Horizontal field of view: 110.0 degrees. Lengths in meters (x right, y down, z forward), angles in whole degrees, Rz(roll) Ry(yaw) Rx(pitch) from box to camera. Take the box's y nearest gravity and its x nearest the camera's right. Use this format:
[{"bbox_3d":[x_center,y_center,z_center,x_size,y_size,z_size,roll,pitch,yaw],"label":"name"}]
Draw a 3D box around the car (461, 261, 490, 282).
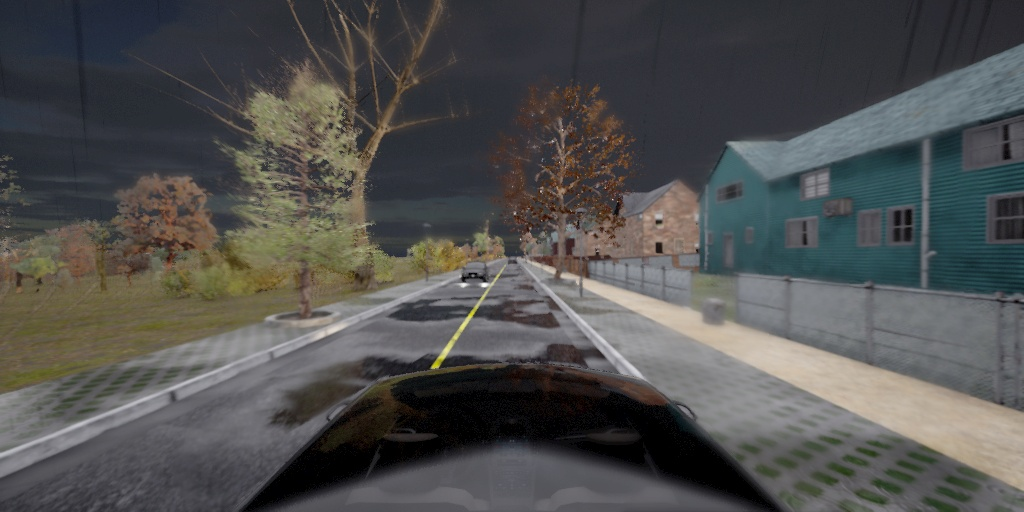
[{"bbox_3d":[-2.733,1.170,27.624,1.837,1.490,4.892,0,0,1],"label":"car"}]
